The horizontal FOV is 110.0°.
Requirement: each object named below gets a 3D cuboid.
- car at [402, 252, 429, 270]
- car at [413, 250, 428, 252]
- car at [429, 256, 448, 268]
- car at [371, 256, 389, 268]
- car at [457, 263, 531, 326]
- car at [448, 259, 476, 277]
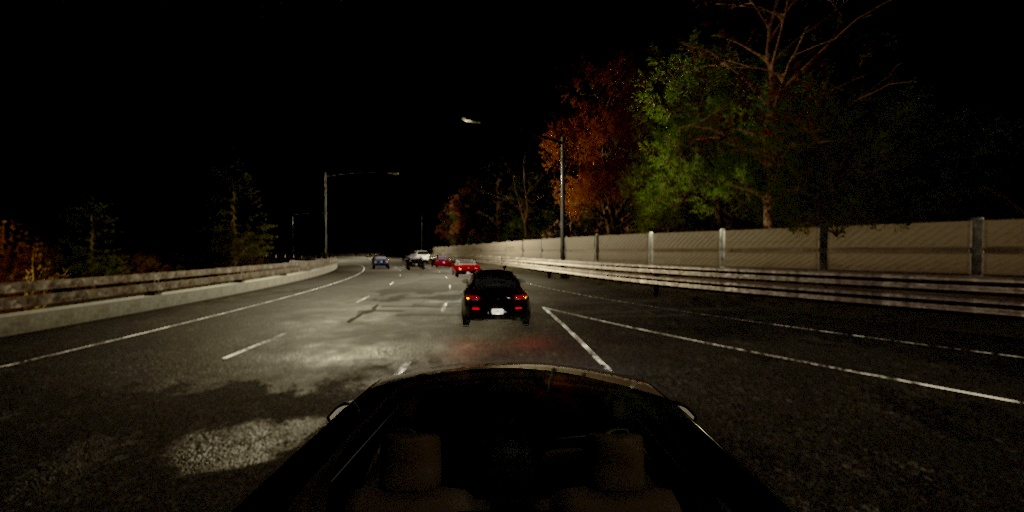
[{"bbox_3d":[-10.861,0.672,39.822,2.128,1.511,4.902,0,1,-20],"label":"car"},{"bbox_3d":[-14.349,0.164,55.554,2.150,2.045,5.566,0,1,-27],"label":"car"},{"bbox_3d":[-8.771,0.681,43.978,1.994,1.385,4.181,0,1,-22],"label":"car"},{"bbox_3d":[-15.751,0.685,42.781,2.033,1.411,5.357,0,1,-23],"label":"car"},{"bbox_3d":[-0.543,1.136,10.978,1.812,1.442,4.674,0,1,-5],"label":"car"},{"bbox_3d":[-3.848,0.941,29.062,1.895,1.301,4.718,0,1,-14],"label":"car"}]
